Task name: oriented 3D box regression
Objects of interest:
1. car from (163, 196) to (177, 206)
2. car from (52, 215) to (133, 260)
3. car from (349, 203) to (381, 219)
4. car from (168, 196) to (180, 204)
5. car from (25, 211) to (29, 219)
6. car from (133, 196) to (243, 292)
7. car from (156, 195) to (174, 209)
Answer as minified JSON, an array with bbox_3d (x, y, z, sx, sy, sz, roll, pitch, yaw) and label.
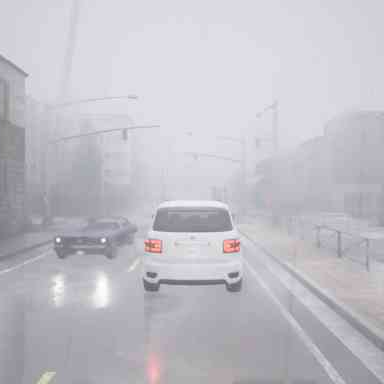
[{"bbox_3d":[-3.711,1.491,56.967,2.128,1.511,4.902,0,0,0],"label":"car"},{"bbox_3d":[-3.424,1.601,12.619,1.895,1.301,4.718,0,0,2],"label":"car"},{"bbox_3d":[16.648,1.740,30.262,4.181,1.385,1.994,0,0,0],"label":"car"},{"bbox_3d":[-3.666,1.547,67.605,2.033,1.411,5.357,0,0,0],"label":"car"},{"bbox_3d":[-15.499,1.702,26.471,4.674,1.442,1.812,0,0,-2],"label":"car"},{"bbox_3d":[0.033,1.221,9.074,2.150,2.045,5.566,0,0,1],"label":"car"},{"bbox_3d":[-3.703,1.352,46.586,2.097,1.767,4.553,0,0,0],"label":"car"}]
